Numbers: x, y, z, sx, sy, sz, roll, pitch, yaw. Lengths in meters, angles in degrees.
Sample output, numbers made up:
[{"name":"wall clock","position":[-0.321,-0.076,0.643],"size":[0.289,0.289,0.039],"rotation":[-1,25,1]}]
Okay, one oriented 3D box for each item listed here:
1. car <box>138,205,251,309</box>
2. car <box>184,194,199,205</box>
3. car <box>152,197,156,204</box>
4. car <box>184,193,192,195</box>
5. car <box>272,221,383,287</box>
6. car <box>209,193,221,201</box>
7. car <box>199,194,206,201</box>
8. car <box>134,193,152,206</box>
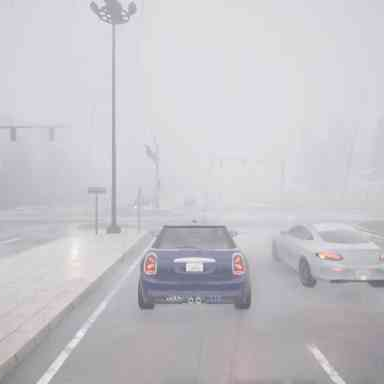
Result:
[{"name":"car","position":[0.058,1.352,8.008],"size":[2.097,1.767,4.553],"rotation":[0,0,0]},{"name":"car","position":[-0.245,1.524,54.827],"size":[1.812,1.442,4.674],"rotation":[0,0,-1]},{"name":"car","position":[-8.466,1.562,65.603],"size":[1.994,1.385,4.181],"rotation":[0,0,0]},{"name":"car","position":[-0.779,1.486,85.331],"size":[1.837,1.490,4.892],"rotation":[0,0,-1]},{"name":"car","position":[3.560,1.525,9.212],"size":[1.812,1.442,4.674],"rotation":[0,0,0]},{"name":"car","position":[6.226,1.212,85.128],"size":[2.150,2.045,5.566],"rotation":[0,0,-1]},{"name":"car","position":[2.720,1.510,85.394],"size":[1.812,1.442,4.674],"rotation":[0,0,-1]},{"name":"car","position":[-8.344,1.350,55.657],"size":[2.097,1.767,4.553],"rotation":[0,0,-1]}]
